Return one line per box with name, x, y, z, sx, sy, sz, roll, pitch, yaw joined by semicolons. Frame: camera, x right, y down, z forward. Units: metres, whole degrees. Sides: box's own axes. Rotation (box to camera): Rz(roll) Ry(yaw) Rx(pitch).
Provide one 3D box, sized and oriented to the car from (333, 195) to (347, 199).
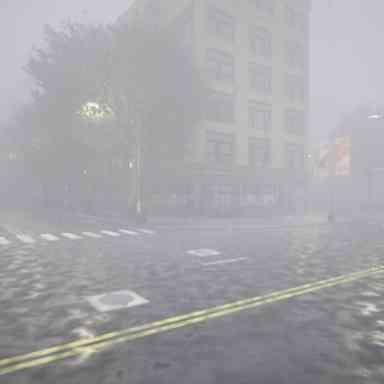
car;37.241;2.087;87.004;2.002;1.452;4.674;1;0;-36
